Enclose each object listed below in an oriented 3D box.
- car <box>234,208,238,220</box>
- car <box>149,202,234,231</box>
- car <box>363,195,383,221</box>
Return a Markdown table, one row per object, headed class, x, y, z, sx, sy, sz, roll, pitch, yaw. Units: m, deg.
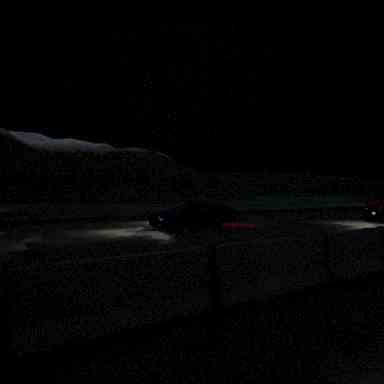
| class | x | y | z | sx | sy | sz | roll | pitch | yaw |
| --- | --- | --- | --- | --- | --- | --- | --- | --- | --- |
| car | 1.439 | 1.497 | 25.367 | 4.181 | 1.385 | 1.994 | 0 | 0 | -30 |
| car | -0.189 | 1.424 | 20.348 | 5.008 | 1.535 | 1.882 | 0 | 0 | -31 |
| car | 15.445 | 1.151 | 25.139 | 5.566 | 2.045 | 2.150 | 0 | 0 | -29 |
